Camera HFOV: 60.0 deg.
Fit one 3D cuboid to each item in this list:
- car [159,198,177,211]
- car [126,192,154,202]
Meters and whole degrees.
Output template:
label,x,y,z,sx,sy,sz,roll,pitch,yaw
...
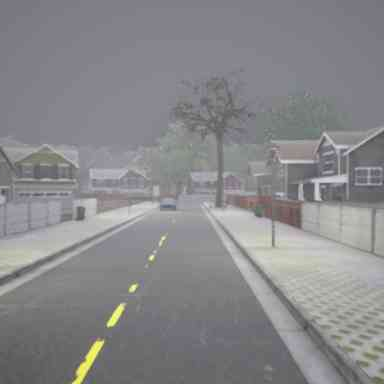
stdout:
label,x,y,z,sx,sy,sz,roll,pitch,yaw
car,-2.841,1.424,40.452,1.882,1.535,5.008,0,0,0
car,-10.444,0.994,66.968,5.566,2.045,2.150,1,0,-20
